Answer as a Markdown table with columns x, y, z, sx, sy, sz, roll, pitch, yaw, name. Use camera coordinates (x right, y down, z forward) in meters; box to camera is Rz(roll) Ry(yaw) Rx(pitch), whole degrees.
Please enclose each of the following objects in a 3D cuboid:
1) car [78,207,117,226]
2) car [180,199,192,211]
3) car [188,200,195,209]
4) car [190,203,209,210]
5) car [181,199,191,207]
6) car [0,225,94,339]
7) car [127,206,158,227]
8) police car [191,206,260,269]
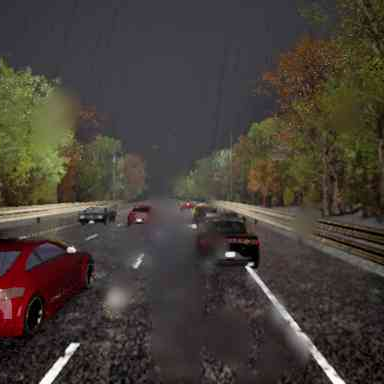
| x | y | z | sx | sy | sz | roll | pitch | yaw | name |
| --- | --- | --- | --- | --- | --- | --- | --- | --- | --- |
| -7.074 | 1.815 | 25.494 | 1.895 | 1.301 | 4.718 | 0 | -1 | -1 | car |
| -0.624 | 1.791 | 47.971 | 2.097 | 1.767 | 4.553 | 0 | -1 | -1 | car |
| 0.850 | 1.692 | 27.806 | 1.801 | 1.575 | 5.366 | 0 | -1 | -1 | car |
| 0.939 | 1.704 | 21.577 | 1.812 | 1.442 | 4.674 | 0 | -1 | -1 | car |
| -1.222 | 2.147 | 64.926 | 1.812 | 1.442 | 4.674 | 0 | -1 | -2 | car |
| -3.415 | 1.615 | 6.652 | 1.994 | 1.385 | 4.181 | 0 | 0 | 0 | car |
| -3.560 | 1.730 | 24.451 | 1.812 | 1.442 | 4.674 | 0 | -1 | -1 | car |
| 1.027 | 1.517 | 11.623 | 1.930 | 1.638 | 5.238 | 0 | 0 | 0 | police car |
